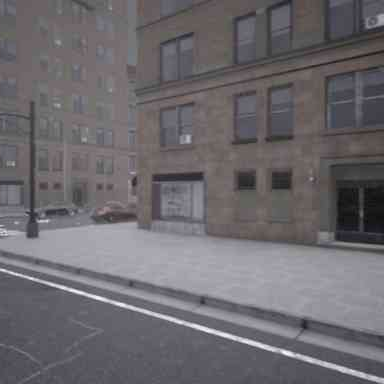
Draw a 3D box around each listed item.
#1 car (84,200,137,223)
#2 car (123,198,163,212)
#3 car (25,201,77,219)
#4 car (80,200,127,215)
[{"bbox_3d":[-5.251,1.459,23.442,1.802,1.307,4.206,0,0,35],"label":"car"},{"bbox_3d":[-5.381,1.424,37.086,1.887,1.381,4.507,0,0,35],"label":"car"},{"bbox_3d":[-11.787,1.450,28.098,1.947,1.339,4.313,0,0,35],"label":"car"},{"bbox_3d":[-8.584,1.464,32.592,1.802,1.307,4.206,0,0,35],"label":"car"}]
